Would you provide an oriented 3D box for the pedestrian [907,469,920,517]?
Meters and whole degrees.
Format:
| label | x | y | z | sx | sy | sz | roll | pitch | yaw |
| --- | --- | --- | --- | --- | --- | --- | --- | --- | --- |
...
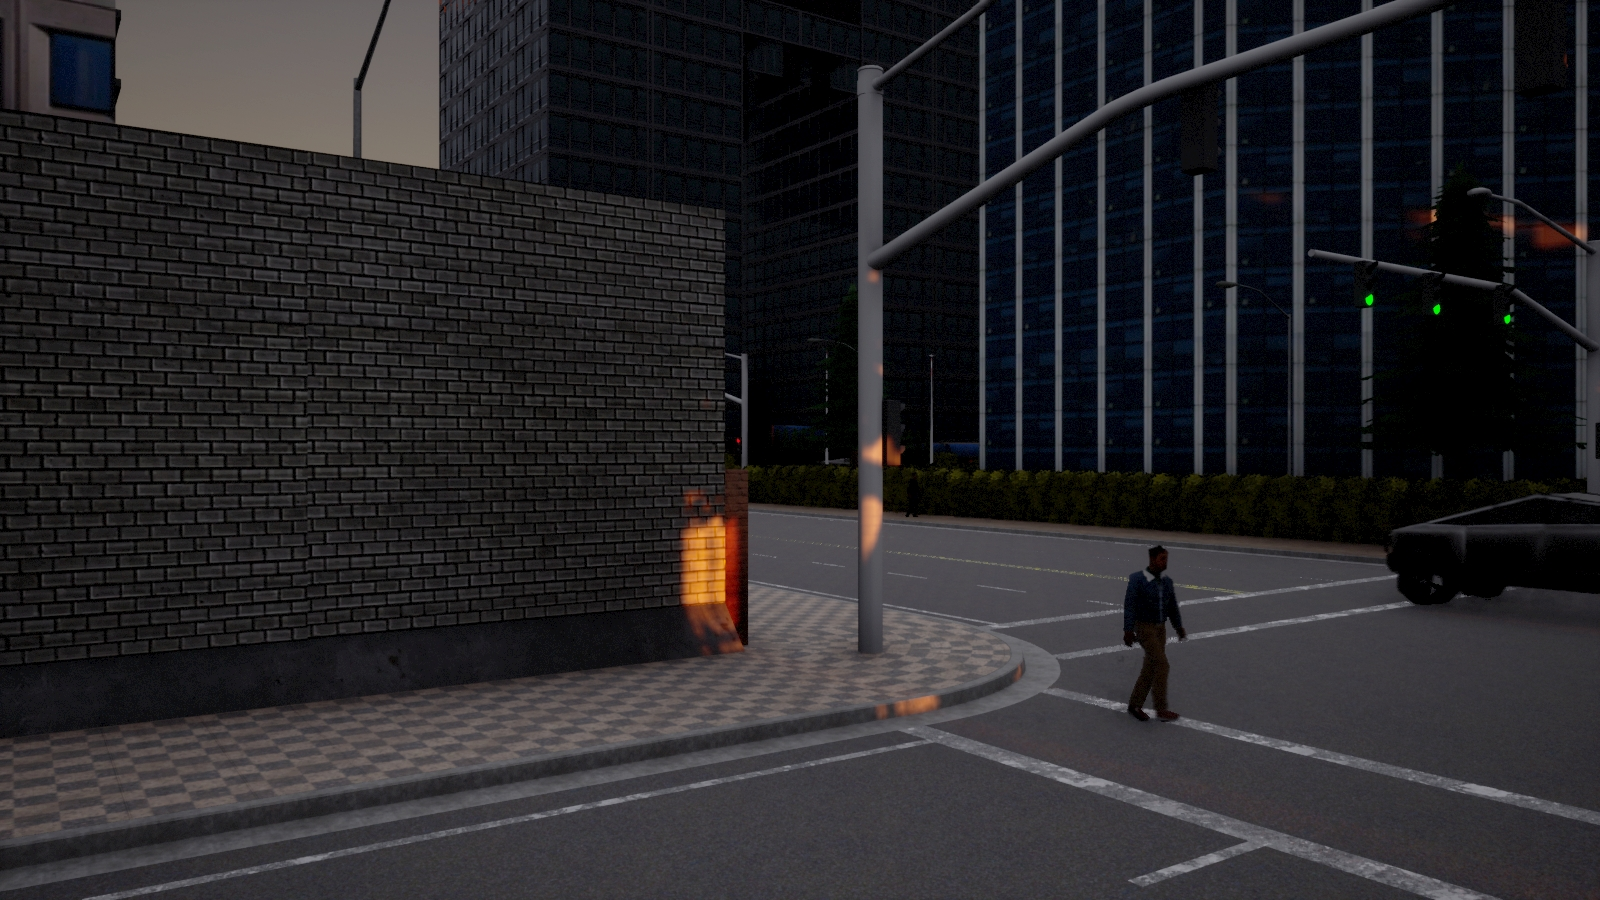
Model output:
| label | x | y | z | sx | sy | sz | roll | pitch | yaw |
| --- | --- | --- | --- | --- | --- | --- | --- | --- | --- |
| pedestrian | 4.485 | 1.698 | 45.109 | 0.375 | 1.860 | 0.375 | 0 | 0 | -32 |

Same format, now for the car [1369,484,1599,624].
| label | x | y | z | sx | sy | sz | roll | pitch | yaw |
| --- | --- | --- | --- | --- | --- | --- | --- | --- | --- |
| car | 13.390 | 1.731 | 19.425 | 2.390 | 2.098 | 6.274 | 0 | 0 | -35 |

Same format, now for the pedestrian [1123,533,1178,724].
| label | x | y | z | sx | sy | sz | roll | pitch | yaw |
| --- | --- | --- | --- | --- | --- | --- | --- | --- | --- |
| pedestrian | 3.553 | 1.794 | 11.599 | 0.375 | 1.860 | 0.375 | 0 | 0 | -28 |
